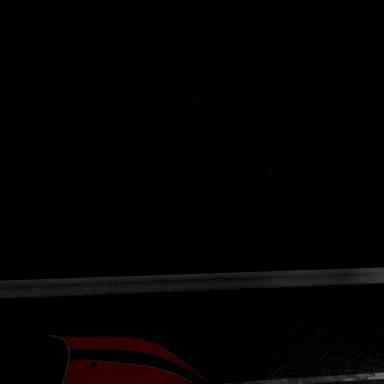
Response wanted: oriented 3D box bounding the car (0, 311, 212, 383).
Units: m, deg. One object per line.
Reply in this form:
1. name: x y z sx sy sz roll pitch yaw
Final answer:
1. car: -1.869 1.352 1.646 4.553 1.767 2.097 0 0 -6
